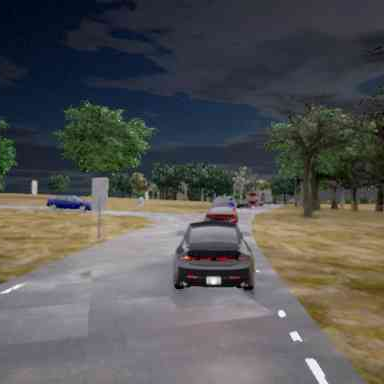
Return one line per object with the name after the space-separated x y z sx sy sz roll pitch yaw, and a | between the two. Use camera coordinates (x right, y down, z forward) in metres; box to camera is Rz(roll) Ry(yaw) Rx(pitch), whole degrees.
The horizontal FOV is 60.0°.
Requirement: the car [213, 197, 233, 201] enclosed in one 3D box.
4.138 1.629 44.043 2.150 2.045 5.566 -1 -1 19 | car

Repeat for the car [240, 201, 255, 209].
9.099 2.241 57.903 2.033 1.411 5.357 -1 -1 21 | car

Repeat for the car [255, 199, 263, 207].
14.224 2.354 72.294 2.097 1.767 4.553 -1 -1 19 | car

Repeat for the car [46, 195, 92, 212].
-11.746 1.085 32.704 5.008 1.535 1.882 3 -1 10 | car

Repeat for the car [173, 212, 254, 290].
0.589 1.547 9.191 1.837 1.490 4.892 0 0 3 | car

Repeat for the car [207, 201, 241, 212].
1.917 1.576 20.550 1.882 1.535 5.008 0 0 9 | car

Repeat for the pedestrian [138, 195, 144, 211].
-5.877 1.268 38.066 0.375 1.860 0.375 0 -4 10 | pedestrian
